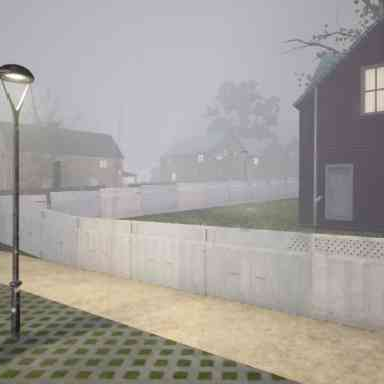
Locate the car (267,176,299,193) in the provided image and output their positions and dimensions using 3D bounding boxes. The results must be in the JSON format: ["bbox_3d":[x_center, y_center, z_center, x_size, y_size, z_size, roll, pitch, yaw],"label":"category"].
[{"bbox_3d":[9.794,-0.626,35.377,5.008,1.535,1.882,-4,3,-40],"label":"car"}]

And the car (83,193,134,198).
[{"bbox_3d":[-6.073,0.498,25.924,4.718,1.301,1.895,-4,3,-40],"label":"car"}]

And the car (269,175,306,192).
[{"bbox_3d":[11.805,-1.059,40.865,4.553,1.767,2.097,-4,3,-40],"label":"car"}]
